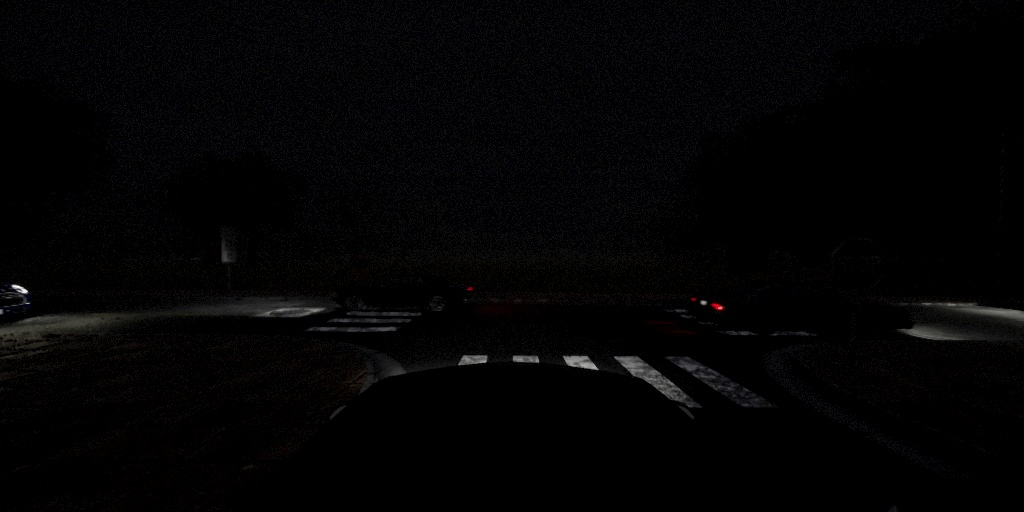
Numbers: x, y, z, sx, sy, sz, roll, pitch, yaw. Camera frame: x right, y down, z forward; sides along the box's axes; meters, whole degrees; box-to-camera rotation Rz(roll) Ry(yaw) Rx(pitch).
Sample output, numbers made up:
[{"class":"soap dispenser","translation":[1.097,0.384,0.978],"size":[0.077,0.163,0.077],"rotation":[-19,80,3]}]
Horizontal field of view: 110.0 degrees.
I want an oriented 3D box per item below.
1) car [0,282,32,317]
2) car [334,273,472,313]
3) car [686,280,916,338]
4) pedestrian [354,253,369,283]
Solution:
[{"class":"car","translation":[-17.190,1.052,10.382],"size":[4.553,1.767,2.097],"rotation":[0,1,0]},{"class":"car","translation":[-3.922,1.302,13.282],"size":[4.718,1.301,1.895],"rotation":[0,1,0]},{"class":"car","translation":[8.007,1.418,10.292],"size":[5.357,1.411,2.033],"rotation":[1,1,1]},{"class":"pedestrian","translation":[-6.804,0.756,16.187],"size":[0.375,1.860,0.375],"rotation":[0,1,0]}]
